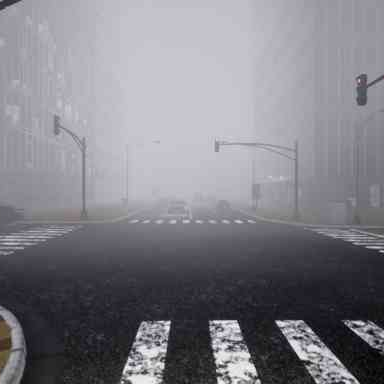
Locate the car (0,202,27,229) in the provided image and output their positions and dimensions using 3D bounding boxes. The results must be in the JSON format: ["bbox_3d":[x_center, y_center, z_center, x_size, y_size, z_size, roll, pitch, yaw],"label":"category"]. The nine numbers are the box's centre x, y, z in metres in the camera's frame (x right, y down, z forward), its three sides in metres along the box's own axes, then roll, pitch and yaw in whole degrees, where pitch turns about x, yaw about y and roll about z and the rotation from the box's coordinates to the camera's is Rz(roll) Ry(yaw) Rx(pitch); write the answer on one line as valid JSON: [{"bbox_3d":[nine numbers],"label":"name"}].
[{"bbox_3d":[-12.212,1.290,19.271,4.902,1.511,2.128,1,0,-4],"label":"car"}]

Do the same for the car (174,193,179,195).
[{"bbox_3d":[-4.373,1.426,74.921,1.967,1.590,4.097,0,0,0],"label":"car"}]

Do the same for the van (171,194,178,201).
[{"bbox_3d":[-4.454,1.315,85.976,1.690,1.788,3.998,0,0,0],"label":"van"}]

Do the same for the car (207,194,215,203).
[{"bbox_3d":[3.588,1.313,63.923,2.192,1.841,5.009,0,0,0],"label":"car"}]

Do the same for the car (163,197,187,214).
[{"bbox_3d":[-1.625,1.563,36.088,2.033,1.411,5.357,0,0,0],"label":"car"}]

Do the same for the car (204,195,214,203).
[{"bbox_3d":[3.548,1.432,69.452,1.967,1.590,4.097,0,0,0],"label":"car"}]

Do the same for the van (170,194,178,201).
[{"bbox_3d":[-4.414,1.321,80.448,1.690,1.788,3.998,0,0,0],"label":"van"}]

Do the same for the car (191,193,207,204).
[{"bbox_3d":[1.131,1.220,62.811,2.150,2.045,5.566,0,0,0],"label":"car"}]

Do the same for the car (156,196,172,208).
[{"bbox_3d":[-4.171,1.592,47.283,1.802,1.307,4.206,0,0,0],"label":"car"}]

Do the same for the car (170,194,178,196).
[{"bbox_3d":[-4.292,1.564,63.866,1.947,1.339,4.313,0,0,0],"label":"car"}]

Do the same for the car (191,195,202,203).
[{"bbox_3d":[0.957,1.512,73.157,2.128,1.511,4.902,0,0,0],"label":"car"}]

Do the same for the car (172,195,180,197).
[{"bbox_3d":[-1.737,1.608,52.822,1.895,1.301,4.718,0,0,0],"label":"car"}]

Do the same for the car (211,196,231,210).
[{"bbox_3d":[3.799,1.579,41.815,1.947,1.339,4.313,0,0,0],"label":"car"}]

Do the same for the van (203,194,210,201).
[{"bbox_3d":[3.466,1.321,80.506,1.690,1.788,3.998,0,0,0],"label":"van"}]
